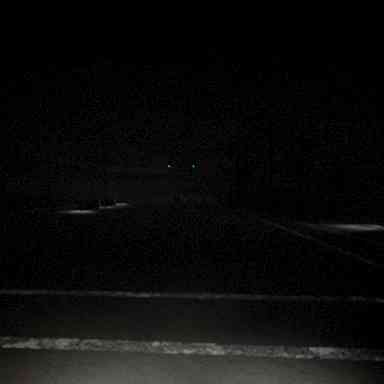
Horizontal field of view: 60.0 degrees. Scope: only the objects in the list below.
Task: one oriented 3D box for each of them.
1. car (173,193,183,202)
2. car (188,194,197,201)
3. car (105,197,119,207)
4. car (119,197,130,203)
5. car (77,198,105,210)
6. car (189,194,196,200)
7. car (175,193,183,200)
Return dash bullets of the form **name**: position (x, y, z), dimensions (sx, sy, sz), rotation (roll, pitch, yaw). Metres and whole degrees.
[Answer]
- **car**: position (-3.408, 1.372, 76.617), dimensions (1.882, 1.535, 5.008), rotation (0, 1, 0)
- **car**: position (0.093, 1.411, 77.208), dimensions (1.812, 1.442, 4.674), rotation (0, 1, 0)
- **car**: position (-14.011, 1.656, 55.695), dimensions (1.812, 1.442, 4.674), rotation (0, 0, 0)
- **car**: position (-13.919, 1.614, 67.459), dimensions (1.895, 1.301, 4.718), rotation (0, 1, 0)
- **car**: position (-14.047, 1.731, 45.583), dimensions (2.033, 1.411, 5.357), rotation (0, 0, 0)
- **car**: position (0.105, 1.273, 87.335), dimensions (1.812, 1.442, 4.674), rotation (0, 1, 0)
- **car**: position (-3.396, 1.110, 86.857), dimensions (2.097, 1.767, 4.553), rotation (0, 1, 0)
